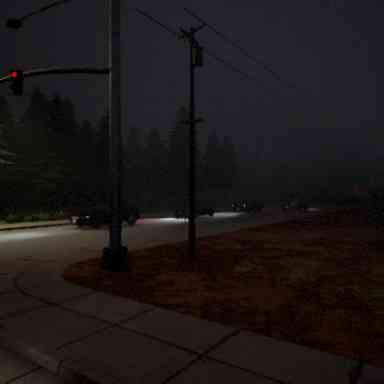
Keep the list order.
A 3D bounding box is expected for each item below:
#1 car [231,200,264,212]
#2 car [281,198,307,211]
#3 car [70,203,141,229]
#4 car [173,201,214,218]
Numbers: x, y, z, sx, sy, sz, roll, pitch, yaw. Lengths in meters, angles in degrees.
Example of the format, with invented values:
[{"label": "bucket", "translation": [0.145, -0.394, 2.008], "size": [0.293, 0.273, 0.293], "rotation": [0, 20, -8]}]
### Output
[{"label": "car", "translation": [6.289, 1.542, 37.567], "size": [1.895, 1.301, 4.718], "rotation": [0, 0, 37]}, {"label": "car", "translation": [11.998, 1.463, 39.049], "size": [1.812, 1.442, 4.674], "rotation": [0, 0, 38]}, {"label": "car", "translation": [-5.521, 1.472, 21.655], "size": [2.128, 1.511, 4.902], "rotation": [0, 0, 37]}, {"label": "car", "translation": [0.215, 1.525, 29.393], "size": [1.994, 1.385, 4.181], "rotation": [0, 0, 37]}]
